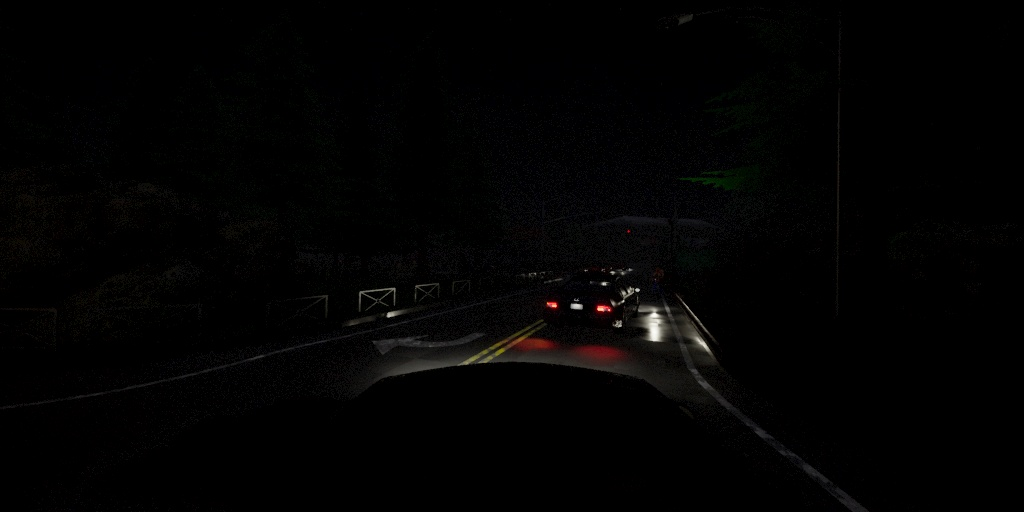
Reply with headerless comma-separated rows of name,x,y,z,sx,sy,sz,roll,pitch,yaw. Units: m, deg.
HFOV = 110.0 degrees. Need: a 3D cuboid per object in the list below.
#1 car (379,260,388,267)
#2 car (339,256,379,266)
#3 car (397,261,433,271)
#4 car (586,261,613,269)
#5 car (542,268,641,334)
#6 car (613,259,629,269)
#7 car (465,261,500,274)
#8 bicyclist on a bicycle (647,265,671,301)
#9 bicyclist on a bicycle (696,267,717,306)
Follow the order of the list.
car,-21.394,1.372,55.854,4.674,1.442,1.812,1,0,25
car,-22.668,1.018,52.408,5.566,2.045,2.150,1,-1,25
car,-13.091,1.396,48.408,5.008,1.535,1.882,1,-1,21
car,8.437,1.344,35.357,2.097,1.767,4.553,1,0,21
car,2.534,1.231,10.404,2.033,1.411,5.357,1,-1,25
car,17.923,1.584,60.256,2.150,2.045,5.566,1,-1,21
car,-3.772,1.391,44.810,4.553,1.767,2.097,1,-1,21
bicyclist on a bicycle,6.801,1.258,16.515,1.656,1.620,0.582,1,0,-30
bicyclist on a bicycle,8.214,1.272,15.099,1.656,1.620,0.582,1,0,-33
